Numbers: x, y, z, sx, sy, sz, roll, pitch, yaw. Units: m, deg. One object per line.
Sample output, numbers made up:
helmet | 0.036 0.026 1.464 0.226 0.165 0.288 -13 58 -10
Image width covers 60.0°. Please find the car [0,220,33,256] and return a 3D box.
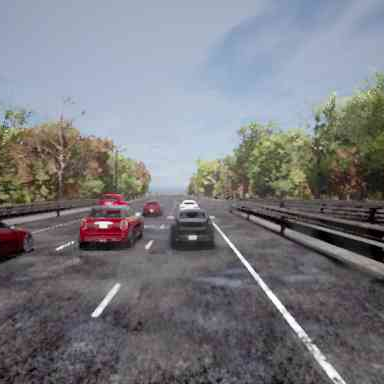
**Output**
car | -6.956 1.534 10.745 1.812 1.442 4.674 0 0 0

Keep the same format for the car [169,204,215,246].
car | 0.000 1.516 15.330 1.837 1.490 4.892 0 0 -1

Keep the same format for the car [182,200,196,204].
car | -0.293 1.559 33.004 1.812 1.442 4.674 0 0 -1

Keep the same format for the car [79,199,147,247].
car | -3.499 1.363 15.193 2.097 1.767 4.553 0 0 -1

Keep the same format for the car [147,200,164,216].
car | -3.798 1.561 33.153 1.812 1.442 4.674 0 0 -1

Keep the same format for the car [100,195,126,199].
car | -7.256 1.255 31.325 2.150 2.045 5.566 0 0 -1
